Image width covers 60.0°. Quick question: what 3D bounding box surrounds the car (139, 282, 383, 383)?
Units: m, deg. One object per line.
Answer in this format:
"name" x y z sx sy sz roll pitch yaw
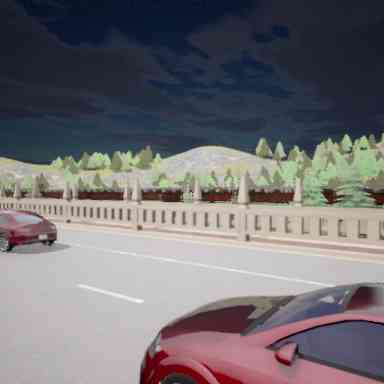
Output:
"car" 1.526 1.563 2.904 4.181 1.385 1.994 0 0 36

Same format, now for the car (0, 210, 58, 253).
"car" -7.329 1.477 13.522 4.674 1.442 1.812 0 0 36
